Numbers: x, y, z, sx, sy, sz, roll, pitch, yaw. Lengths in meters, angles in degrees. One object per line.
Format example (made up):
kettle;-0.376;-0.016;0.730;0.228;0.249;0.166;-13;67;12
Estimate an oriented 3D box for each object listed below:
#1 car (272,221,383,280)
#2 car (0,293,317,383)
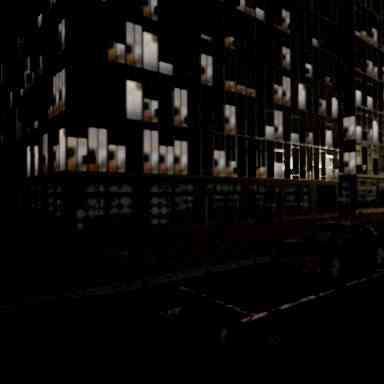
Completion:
car;4.196;1.574;9.921;4.403;1.369;2.008;0;0;-38
car;-1.241;1.623;2.301;4.718;1.301;1.895;0;0;-38
